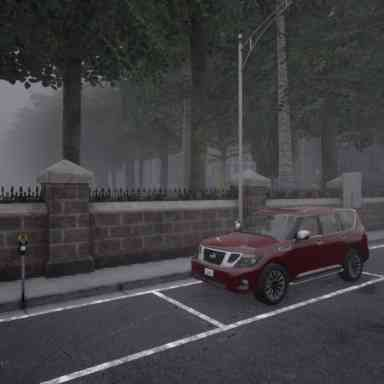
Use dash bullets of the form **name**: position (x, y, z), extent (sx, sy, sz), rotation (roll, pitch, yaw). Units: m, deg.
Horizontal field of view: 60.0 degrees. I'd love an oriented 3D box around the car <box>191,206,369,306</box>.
- **car**: position (2.393, 1.314, 8.238), extent (5.009, 1.841, 2.192), rotation (0, 0, -35)
